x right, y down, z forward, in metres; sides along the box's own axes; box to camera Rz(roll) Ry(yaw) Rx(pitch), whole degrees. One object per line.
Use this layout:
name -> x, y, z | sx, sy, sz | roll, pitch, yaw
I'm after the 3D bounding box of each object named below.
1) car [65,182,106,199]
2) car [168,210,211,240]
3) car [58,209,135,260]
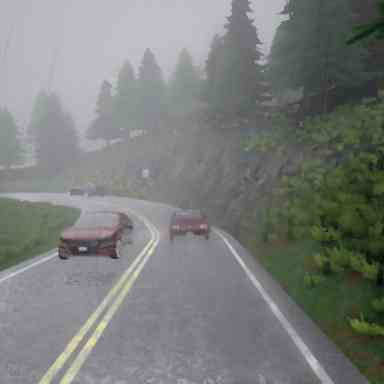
car -> -10.739, -0.211, 33.408 | 4.892, 1.490, 1.837 | 3, 5, 35
car -> -0.250, 1.537, 16.753 | 1.895, 1.301, 4.718 | -1, 1, -4
car -> -3.366, 1.448, 12.527 | 1.882, 1.535, 5.008 | 0, 0, -2
